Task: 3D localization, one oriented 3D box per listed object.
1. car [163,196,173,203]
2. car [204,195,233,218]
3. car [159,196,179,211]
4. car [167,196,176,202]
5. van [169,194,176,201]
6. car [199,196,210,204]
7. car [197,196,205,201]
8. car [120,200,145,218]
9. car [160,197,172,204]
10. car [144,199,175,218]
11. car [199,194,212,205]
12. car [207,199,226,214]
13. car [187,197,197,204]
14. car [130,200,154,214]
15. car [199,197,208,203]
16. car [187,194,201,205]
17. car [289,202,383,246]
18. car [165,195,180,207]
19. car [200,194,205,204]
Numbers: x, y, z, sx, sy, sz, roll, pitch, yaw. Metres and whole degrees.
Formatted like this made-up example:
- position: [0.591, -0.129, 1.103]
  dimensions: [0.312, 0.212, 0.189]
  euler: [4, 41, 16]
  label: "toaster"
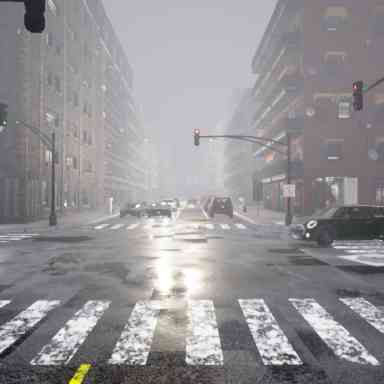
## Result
- position: [-5.341, 1.671, 74.494]
  dimensions: [1.752, 1.417, 4.829]
  euler: [1, 0, 0]
  label: "car"
- position: [2.570, 1.326, 30.220]
  dimensions: [2.192, 1.841, 5.009]
  euler: [1, 0, 0]
  label: "car"
- position: [-2.848, 1.545, 40.294]
  dimensions: [1.812, 1.442, 4.674]
  euler: [0, 0, 0]
  label: "car"
- position: [-5.348, 1.764, 85.793]
  dimensions: [2.008, 1.369, 4.403]
  euler: [1, 0, 0]
  label: "car"
- position: [-5.347, 1.588, 91.358]
  dimensions: [1.690, 1.788, 3.998]
  euler: [1, 0, 0]
  label: "van"
- position: [2.543, 1.556, 69.142]
  dimensions: [1.967, 1.590, 4.097]
  euler: [1, 0, 0]
  label: "car"
- position: [2.530, 1.813, 91.393]
  dimensions: [1.947, 1.339, 4.313]
  euler: [1, 0, 0]
  label: "car"
- position: [-5.314, 1.577, 30.169]
  dimensions: [1.947, 1.339, 4.313]
  euler: [1, 0, 0]
  label: "car"
- position: [-5.338, 1.667, 69.102]
  dimensions: [2.008, 1.369, 4.403]
  euler: [1, 0, 0]
  label: "car"
- position: [-2.858, 1.575, 30.404]
  dimensions: [1.994, 1.385, 4.181]
  euler: [0, 0, 0]
  label: "car"
- position: [2.548, 1.402, 63.578]
  dimensions: [2.192, 1.841, 5.009]
  euler: [1, 0, 0]
  label: "car"
- position: [2.563, 1.540, 35.949]
  dimensions: [1.752, 1.417, 4.829]
  euler: [1, 0, 0]
  label: "car"
- position: [0.027, 1.685, 70.415]
  dimensions: [1.994, 1.385, 4.181]
  euler: [0, 0, 0]
  label: "car"
- position: [-5.317, 1.580, 35.731]
  dimensions: [1.947, 1.339, 4.313]
  euler: [1, 0, 0]
  label: "car"
- position: [2.538, 1.728, 74.702]
  dimensions: [1.802, 1.307, 4.206]
  euler: [1, 0, 0]
  label: "car"
- position: [0.069, 1.565, 60.181]
  dimensions: [2.128, 1.511, 4.902]
  euler: [0, 0, 0]
  label: "car"
- position: [6.707, 1.356, 14.811]
  dimensions: [4.553, 1.767, 2.097]
  euler: [0, -1, -8]
  label: "car"
- position: [-2.784, 1.565, 50.495]
  dimensions: [1.812, 1.442, 4.674]
  euler: [0, 0, 0]
  label: "car"
- position: [2.563, 1.336, 41.344]
  dimensions: [2.192, 1.841, 5.009]
  euler: [1, 0, 0]
  label: "car"
